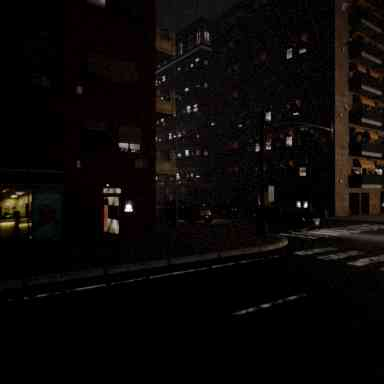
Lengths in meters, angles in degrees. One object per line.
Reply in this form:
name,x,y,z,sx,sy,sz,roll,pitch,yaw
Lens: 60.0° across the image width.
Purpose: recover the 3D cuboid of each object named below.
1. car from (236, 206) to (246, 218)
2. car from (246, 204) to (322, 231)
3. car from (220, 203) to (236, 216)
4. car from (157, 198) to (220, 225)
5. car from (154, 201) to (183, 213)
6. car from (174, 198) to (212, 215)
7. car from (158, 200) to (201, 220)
car,6.621,1.843,32.157,1.802,1.307,4.206,-1,0,-36
car,6.261,1.661,22.242,2.128,1.511,4.902,0,-1,-33
car,3.327,1.898,36.645,1.947,1.339,4.313,-1,0,-36
car,-0.376,1.586,27.068,2.192,1.841,5.009,-1,0,-36
car,-3.262,2.024,45.623,2.008,1.369,4.403,-1,0,-36
car,0.027,1.718,41.135,2.192,1.841,5.009,-1,0,-36
car,-1.337,1.687,33.012,2.097,1.767,4.553,0,-1,-36
